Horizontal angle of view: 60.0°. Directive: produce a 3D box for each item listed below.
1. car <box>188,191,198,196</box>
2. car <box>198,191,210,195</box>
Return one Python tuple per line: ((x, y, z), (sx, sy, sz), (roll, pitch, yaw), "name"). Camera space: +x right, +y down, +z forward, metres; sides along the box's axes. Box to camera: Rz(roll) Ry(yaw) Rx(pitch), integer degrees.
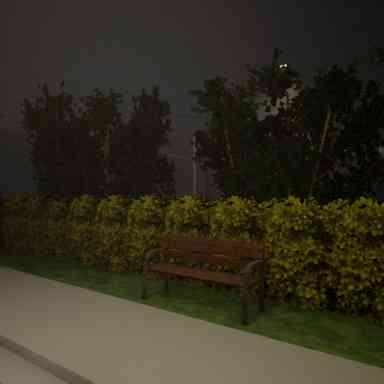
((0.935, 0.596, 69.246), (2.097, 1.767, 4.553), (0, 1, 35), "car")
((4.191, 0.459, 67.827), (2.150, 2.045, 5.566), (0, 1, 35), "car")
